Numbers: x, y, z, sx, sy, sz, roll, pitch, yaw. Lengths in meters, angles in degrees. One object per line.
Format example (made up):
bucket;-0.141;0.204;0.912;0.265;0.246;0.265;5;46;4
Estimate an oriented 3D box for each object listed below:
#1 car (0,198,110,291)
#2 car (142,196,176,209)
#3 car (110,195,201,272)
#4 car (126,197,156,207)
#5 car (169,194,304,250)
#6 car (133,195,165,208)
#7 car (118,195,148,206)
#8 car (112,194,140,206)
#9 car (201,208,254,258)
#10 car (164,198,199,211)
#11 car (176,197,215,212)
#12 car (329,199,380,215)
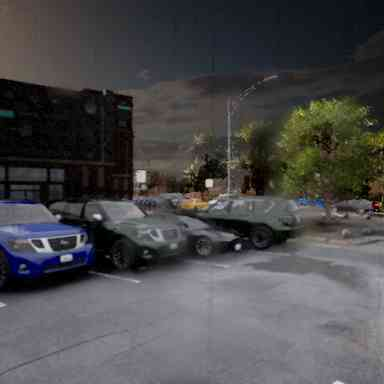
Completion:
car;-5.205;1.234;9.345;5.566;2.045;2.435;-1;-1;34
car;-4.649;1.475;47.499;2.097;1.535;5.008;0;1;36
car;-2.796;1.232;11.063;5.566;2.045;2.435;-1;-1;34
car;-8.015;1.518;52.479;2.002;1.452;4.674;-1;0;36
car;1.967;1.229;14.518;5.566;2.045;2.435;-1;0;35
car;-6.363;1.351;49.966;2.185;1.767;4.553;-1;0;36
car;-9.668;1.354;54.994;2.185;1.767;4.553;0;1;36
car;-11.343;1.356;57.484;2.185;1.767;4.553;0;1;36
car;-0.383;1.511;12.790;4.792;1.488;2.163;-1;-1;34
car;-1.300;1.514;42.517;2.002;1.452;4.674;-1;0;36
car;0.498;1.467;40.182;1.946;1.575;5.366;-1;0;36
car;16.119;1.473;33.343;2.128;1.511;4.902;0;0;-31
